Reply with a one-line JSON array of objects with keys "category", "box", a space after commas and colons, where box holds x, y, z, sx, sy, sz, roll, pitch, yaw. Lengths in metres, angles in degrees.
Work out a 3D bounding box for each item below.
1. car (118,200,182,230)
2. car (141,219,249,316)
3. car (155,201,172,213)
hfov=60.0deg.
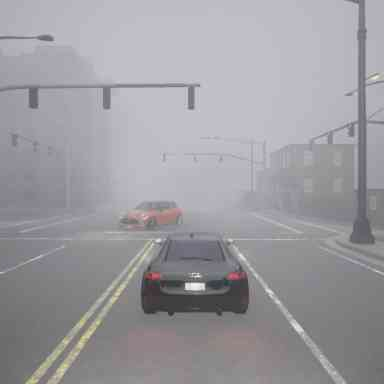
[{"category": "car", "box": [-2.451, 1.339, 20.417, 2.097, 1.767, 4.553, 1, 1, 28]}, {"category": "car", "box": [0.056, 1.564, 7.614, 1.994, 1.385, 4.181, 0, 0, 0]}, {"category": "car", "box": [-3.711, 2.017, 44.584, 1.837, 1.490, 4.892, 0, -5, 0]}]
